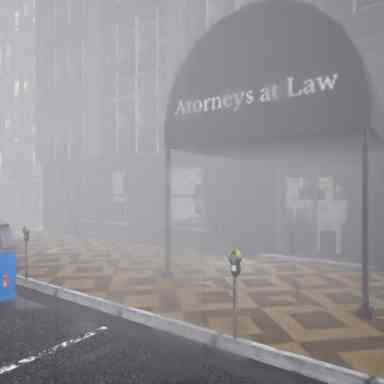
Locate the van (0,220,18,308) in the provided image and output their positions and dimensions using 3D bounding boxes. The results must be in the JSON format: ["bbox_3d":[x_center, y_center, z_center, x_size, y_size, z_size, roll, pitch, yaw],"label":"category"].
[{"bbox_3d":[-5.103,1.341,6.534,3.998,1.788,1.690,0,0,36],"label":"van"}]
